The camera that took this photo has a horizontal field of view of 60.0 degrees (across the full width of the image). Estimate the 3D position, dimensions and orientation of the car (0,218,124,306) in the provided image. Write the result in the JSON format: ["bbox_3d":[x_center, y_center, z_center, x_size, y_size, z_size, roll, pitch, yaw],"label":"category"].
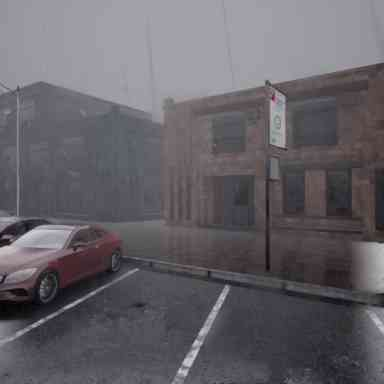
[{"bbox_3d":[-3.311,1.527,8.310,2.002,1.452,4.674,1,-1,15],"label":"car"}]

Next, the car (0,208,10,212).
[{"bbox_3d":[-8.244,1.366,11.746,2.185,1.767,4.553,1,-1,15],"label":"car"}]

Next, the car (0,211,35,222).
[{"bbox_3d":[-5.792,1.518,9.982,2.163,1.488,4.792,1,-1,15],"label":"car"}]
